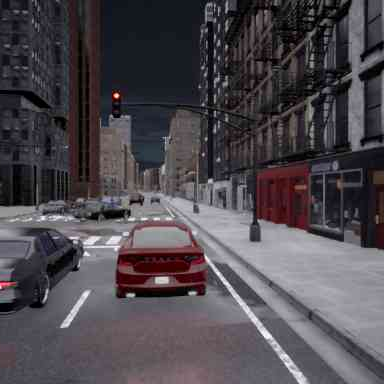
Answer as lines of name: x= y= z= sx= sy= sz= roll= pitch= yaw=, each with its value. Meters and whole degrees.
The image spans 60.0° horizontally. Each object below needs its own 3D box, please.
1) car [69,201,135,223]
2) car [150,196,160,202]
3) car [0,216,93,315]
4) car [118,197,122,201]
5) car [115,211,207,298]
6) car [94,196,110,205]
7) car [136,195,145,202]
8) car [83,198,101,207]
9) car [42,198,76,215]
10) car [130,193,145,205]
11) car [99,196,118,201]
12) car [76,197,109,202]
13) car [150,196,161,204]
car: x=-6.748 y=1.606 z=25.512 sx=1.895 sy=1.301 sz=4.718 roll=0 pitch=0 yaw=26
car: x=-8.415 y=1.571 z=75.491 sx=2.033 sy=1.411 sz=5.357 roll=0 pitch=0 yaw=-6
car: x=-3.914 y=1.547 z=7.727 sx=2.033 sy=1.411 sz=5.357 roll=0 pitch=0 yaw=-6
car: x=-12.676 y=1.513 z=54.753 sx=2.128 sy=1.511 sz=4.902 roll=0 pitch=0 yaw=-6
car: x=-0.808 y=1.477 z=8.598 sx=1.882 sy=1.535 sz=5.008 roll=0 pitch=0 yaw=-6
car: x=-16.774 y=1.517 z=62.236 sx=2.128 sy=1.511 sz=4.902 roll=0 pitch=0 yaw=-6
car: x=-11.636 y=1.509 z=75.069 sx=1.882 sy=1.535 sz=5.008 roll=0 pitch=0 yaw=-6
car: x=-15.674 y=1.622 z=52.275 sx=1.895 sy=1.301 sz=4.718 roll=0 pitch=0 yaw=-6
car: x=-13.587 y=1.515 z=33.656 sx=1.837 sy=1.490 sz=4.892 roll=0 pitch=0 yaw=-6
car: x=-9.533 y=1.245 z=57.358 sx=2.150 sy=2.045 sz=5.566 roll=0 pitch=0 yaw=-6
car: x=-11.545 y=1.494 z=44.637 sx=1.882 sy=1.535 sz=5.008 roll=0 pitch=0 yaw=-6
car: x=-10.469 y=1.558 z=34.993 sx=2.033 sy=1.411 sz=5.357 roll=0 pitch=0 yaw=-6
car: x=-7.148 y=1.532 z=65.189 sx=1.837 sy=1.490 sz=4.892 roll=0 pitch=0 yaw=-6
